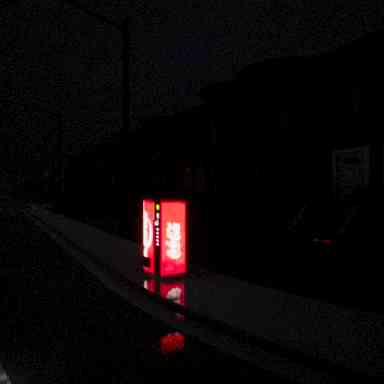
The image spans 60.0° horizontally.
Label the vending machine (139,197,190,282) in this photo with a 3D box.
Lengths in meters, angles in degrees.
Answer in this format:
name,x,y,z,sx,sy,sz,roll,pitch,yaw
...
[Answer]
name,x,y,z,sx,sy,sz,roll,pitch,yaw
vending machine,-0.744,1.195,8.970,1.100,2.100,0.880,0,0,-30
